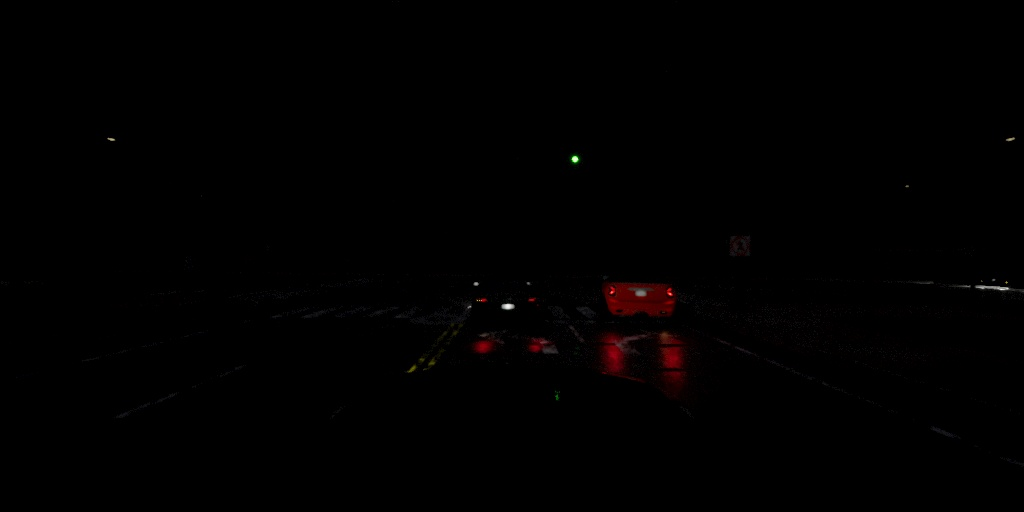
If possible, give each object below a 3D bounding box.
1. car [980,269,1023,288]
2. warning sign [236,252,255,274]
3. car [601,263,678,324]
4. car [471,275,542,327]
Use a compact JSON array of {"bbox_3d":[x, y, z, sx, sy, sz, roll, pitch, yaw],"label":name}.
[{"bbox_3d":[38.245,1.635,26.922,4.181,1.385,1.994,1,1,2],"label":"car"},{"bbox_3d":[-23.357,0.582,31.483,1.060,1.860,1.300,0,0,2],"label":"warning sign"},{"bbox_3d":[4.216,1.107,12.355,2.097,1.767,4.553,0,0,14],"label":"car"},{"bbox_3d":[-0.292,1.312,11.549,1.994,1.385,4.181,0,0,-5],"label":"car"}]
